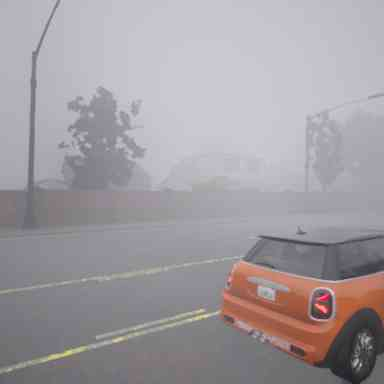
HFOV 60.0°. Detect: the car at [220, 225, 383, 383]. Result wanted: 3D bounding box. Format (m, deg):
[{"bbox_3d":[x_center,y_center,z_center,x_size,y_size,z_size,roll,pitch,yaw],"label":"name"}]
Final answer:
[{"bbox_3d":[2.719,1.377,5.681,4.553,1.767,2.097,0,0,-36],"label":"car"}]
